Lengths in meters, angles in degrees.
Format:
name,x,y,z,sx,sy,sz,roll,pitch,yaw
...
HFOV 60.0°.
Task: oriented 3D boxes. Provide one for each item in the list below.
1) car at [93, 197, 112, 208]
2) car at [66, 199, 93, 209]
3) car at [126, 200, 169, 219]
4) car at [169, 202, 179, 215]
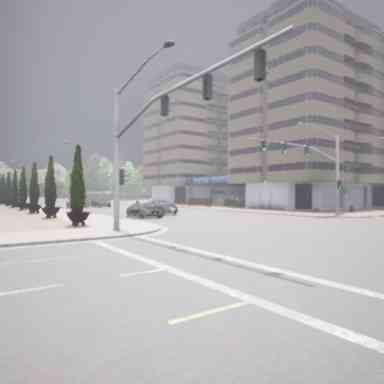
name,x,y,z,sx,sy,sz,roll,pitch,yaw
car,-13.375,1.572,48.704,1.837,1.490,4.892,0,0,-35
car,-15.829,1.406,46.106,2.097,1.767,4.553,0,0,-35
car,-4.201,1.615,29.431,1.994,1.385,4.181,0,0,-35
car,-3.235,1.558,34.158,2.128,1.511,4.902,0,0,-35
